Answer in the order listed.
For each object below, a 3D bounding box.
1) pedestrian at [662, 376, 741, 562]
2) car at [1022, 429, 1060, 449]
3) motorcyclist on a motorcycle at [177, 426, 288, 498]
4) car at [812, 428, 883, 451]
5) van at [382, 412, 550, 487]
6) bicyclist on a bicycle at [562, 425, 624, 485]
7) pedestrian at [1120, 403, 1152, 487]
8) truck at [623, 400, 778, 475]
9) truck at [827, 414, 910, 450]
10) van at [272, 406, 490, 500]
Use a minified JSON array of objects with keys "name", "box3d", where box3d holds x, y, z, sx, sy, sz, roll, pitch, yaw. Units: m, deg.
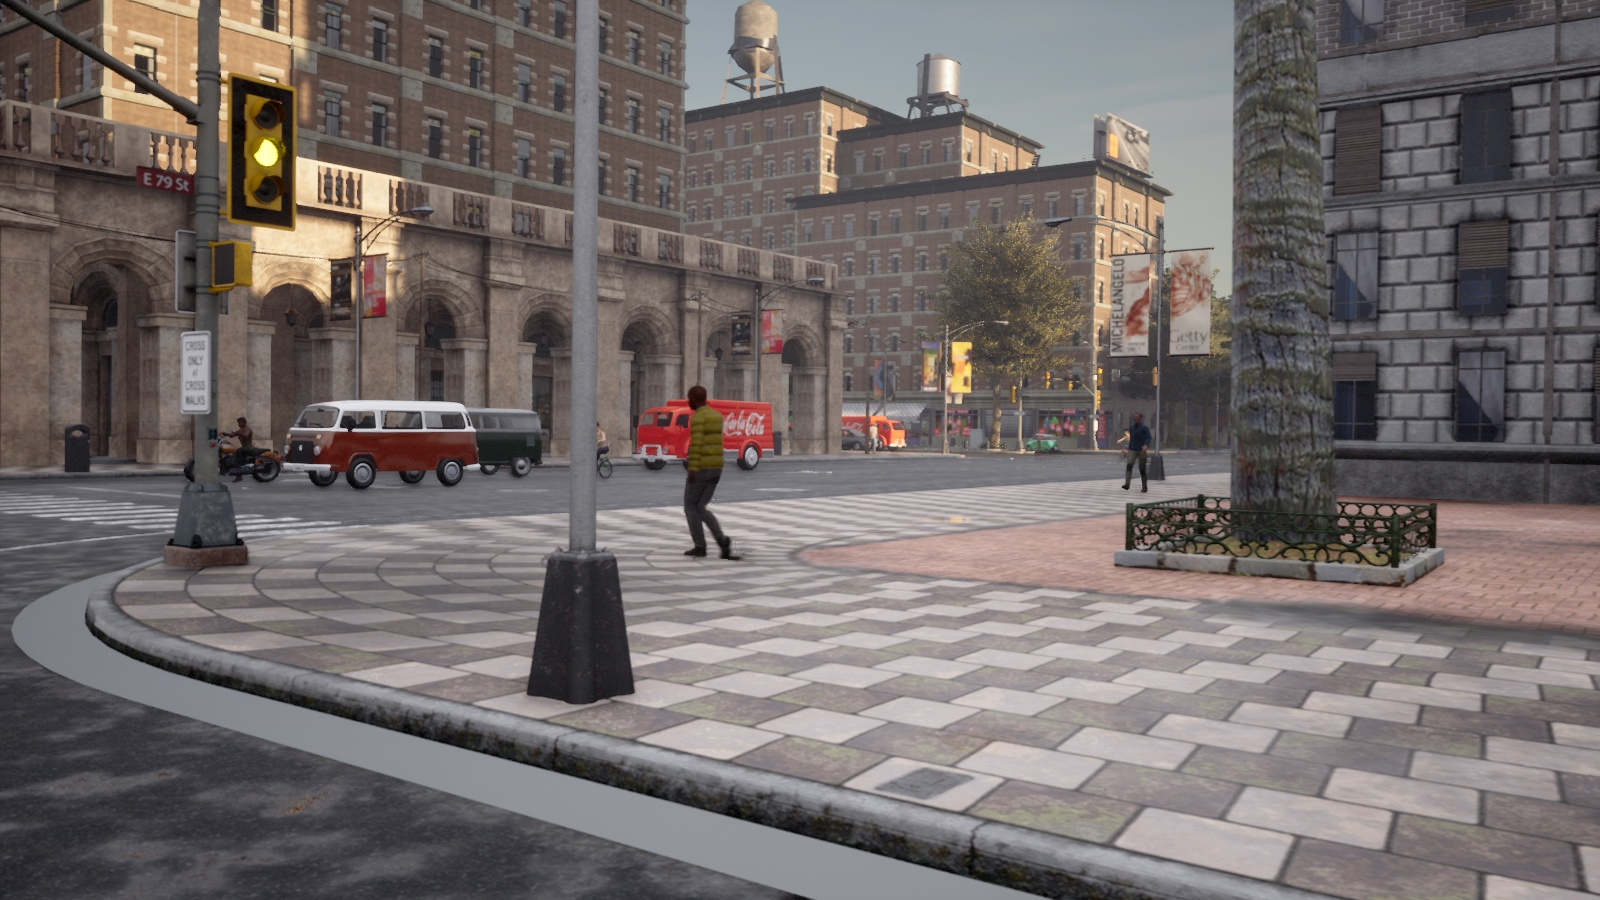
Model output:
[{"name":"pedestrian","box3d":[-1.002,0.183,12.769,0.726,1.835,0.370,0,1,36]},{"name":"car","box3d":[17.125,-0.779,89.191,2.207,1.376,1.481,1,1,42]},{"name":"motorcyclist on a motorcycle","box3d":[-13.626,0.258,30.223,0.766,1.649,2.350,0,1,37]},{"name":"car","box3d":[3.235,-0.750,85.468,4.514,1.525,2.007,0,1,37]},{"name":"van","box3d":[-9.462,-0.056,35.896,1.775,1.987,4.442,0,1,38]},{"name":"bicyclist on a bicycle","box3d":[-5.764,0.121,35.066,0.866,1.612,1.509,0,1,37]},{"name":"pedestrian","box3d":[7.441,-0.111,27.795,0.402,1.842,0.726,1,1,42]},{"name":"truck","box3d":[-3.414,-0.463,44.056,2.627,2.467,5.204,0,1,37]},{"name":"truck","box3d":[4.823,-1.244,88.611,5.204,2.467,2.627,0,1,36]},{"name":"van","box3d":[-9.789,0.019,29.665,2.069,2.038,4.480,0,1,37]}]
